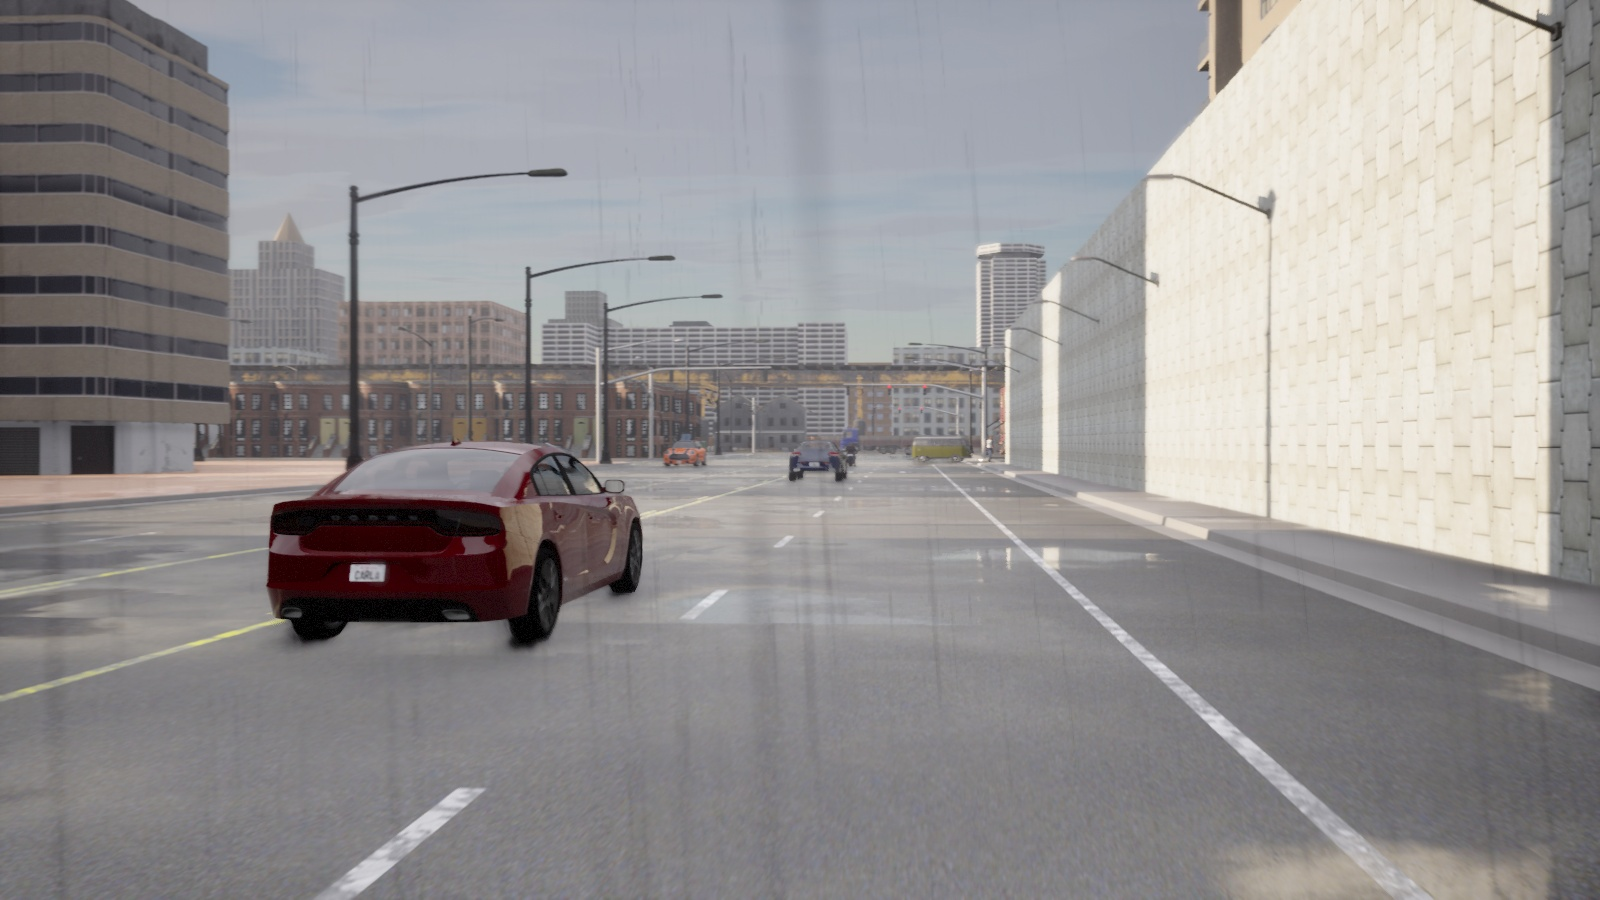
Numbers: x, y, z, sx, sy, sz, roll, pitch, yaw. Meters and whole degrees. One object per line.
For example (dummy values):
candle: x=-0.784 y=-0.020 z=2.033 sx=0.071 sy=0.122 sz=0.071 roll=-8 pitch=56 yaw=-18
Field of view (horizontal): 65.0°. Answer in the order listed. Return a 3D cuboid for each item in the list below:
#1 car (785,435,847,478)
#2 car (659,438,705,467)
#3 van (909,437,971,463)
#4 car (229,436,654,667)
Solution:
car: x=0.692 y=0.239 z=50.909 sx=2.152 sy=1.651 sz=5.027 roll=0 pitch=0 yaw=5
car: x=-7.422 y=0.144 z=79.515 sx=2.097 sy=1.767 sz=4.553 roll=0 pitch=0 yaw=5
van: x=10.576 y=-0.018 z=94.715 sx=4.442 sy=1.987 sz=1.775 roll=0 pitch=0 yaw=16
car: x=-2.704 y=0.658 z=10.904 sx=1.882 sy=1.535 sz=5.008 roll=0 pitch=0 yaw=5
